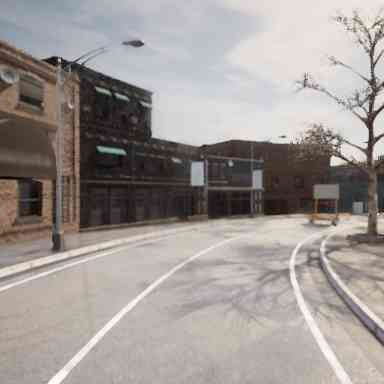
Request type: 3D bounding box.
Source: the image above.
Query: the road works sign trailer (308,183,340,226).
[{"bbox_3d":[11.742,1.007,28.842,2.880,3.560,2.380,2,-1,-41],"label":"road works sign trailer"}]
